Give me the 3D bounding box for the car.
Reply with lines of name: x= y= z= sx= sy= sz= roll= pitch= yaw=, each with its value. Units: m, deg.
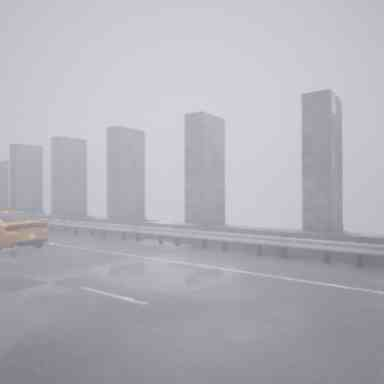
car: x=-8.029 y=1.505 z=13.850 sx=5.008 sy=1.535 sz=1.882 roll=0 pitch=0 yaw=34
